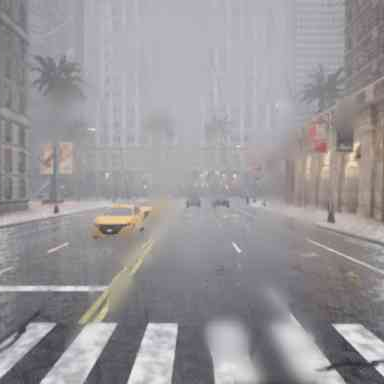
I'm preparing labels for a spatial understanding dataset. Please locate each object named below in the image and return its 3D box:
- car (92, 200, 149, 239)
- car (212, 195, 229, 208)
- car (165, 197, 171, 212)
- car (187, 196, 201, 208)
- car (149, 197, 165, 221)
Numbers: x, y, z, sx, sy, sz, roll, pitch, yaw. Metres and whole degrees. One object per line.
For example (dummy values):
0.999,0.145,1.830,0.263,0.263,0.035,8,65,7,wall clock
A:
-3.595,1.395,17.017,1.882,1.535,5.008,0,0,0,car
3.749,1.137,44.423,2.097,1.767,4.553,0,0,1,car
-3.373,1.300,36.551,1.882,1.535,5.008,0,0,1,car
0.251,1.275,44.572,2.128,1.511,4.902,0,0,1,car
-3.523,1.350,26.327,1.882,1.535,5.008,0,0,1,car
